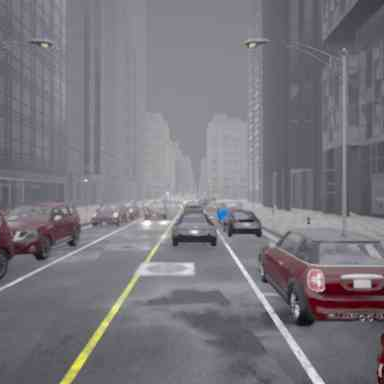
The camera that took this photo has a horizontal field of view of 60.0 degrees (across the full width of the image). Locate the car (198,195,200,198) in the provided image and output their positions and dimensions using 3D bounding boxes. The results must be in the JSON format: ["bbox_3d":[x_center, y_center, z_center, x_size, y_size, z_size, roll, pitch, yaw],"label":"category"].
[{"bbox_3d":[2.708,1.646,57.902,2.192,1.841,5.009,0,0,0],"label":"car"}]

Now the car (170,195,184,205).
[{"bbox_3d":[-2.949,1.862,70.029,1.882,1.535,5.008,0,0,0],"label":"car"}]

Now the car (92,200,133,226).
[{"bbox_3d":[-5.841,1.554,24.091,1.967,1.590,4.097,0,0,0],"label":"car"}]

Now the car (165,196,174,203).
[{"bbox_3d":[-5.796,1.923,86.129,1.967,1.590,4.097,0,0,0],"label":"car"}]

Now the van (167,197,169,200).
[{"bbox_3d":[-5.813,1.708,63.570,1.690,1.788,3.998,0,0,0],"label":"van"}]

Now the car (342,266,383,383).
[{"bbox_3d":[2.669,1.552,1.513,1.887,1.381,4.507,0,0,0],"label":"car"}]

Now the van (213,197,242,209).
[{"bbox_3d":[2.683,1.455,24.070,1.690,1.788,3.998,0,0,0],"label":"van"}]

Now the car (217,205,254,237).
[{"bbox_3d":[2.680,1.649,18.430,1.947,1.339,4.313,0,0,0],"label":"car"}]

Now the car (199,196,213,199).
[{"bbox_3d":[2.704,1.610,52.262,2.192,1.841,5.009,0,0,0],"label":"car"}]

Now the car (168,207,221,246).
[{"bbox_3d":[0.109,1.635,15.758,1.994,1.385,4.181,0,0,0],"label":"car"}]

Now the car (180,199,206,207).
[{"bbox_3d":[0.121,1.661,31.458,1.837,1.490,4.892,0,0,0],"label":"car"}]

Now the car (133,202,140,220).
[{"bbox_3d":[-5.837,1.586,29.729,1.967,1.590,4.097,0,0,0],"label":"car"}]

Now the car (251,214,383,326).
[{"bbox_3d":[2.673,1.472,7.152,1.967,1.590,4.097,0,0,0],"label":"car"}]

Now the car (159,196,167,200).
[{"bbox_3d":[-5.818,1.856,57.757,1.752,1.417,4.829,0,0,0],"label":"car"}]

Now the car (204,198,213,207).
[{"bbox_3d":[2.697,1.746,41.193,1.752,1.417,4.829,0,-1,1],"label":"car"}]

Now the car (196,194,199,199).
[{"bbox_3d":[2.730,1.923,86.098,1.967,1.590,4.097,0,0,0],"label":"car"}]

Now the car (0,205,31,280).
[{"bbox_3d":[-5.853,1.347,7.173,2.192,1.841,5.009,0,0,0],"label":"car"}]

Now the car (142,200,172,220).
[{"bbox_3d":[-3.078,1.671,29.611,1.812,1.442,4.674,0,0,0],"label":"car"}]

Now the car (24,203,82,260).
[{"bbox_3d":[-5.849,1.372,12.812,2.192,1.841,5.009,0,0,0],"label":"car"}]

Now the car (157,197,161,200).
[{"bbox_3d":[-5.833,1.780,46.444,1.752,1.417,4.829,0,-1,1],"label":"car"}]
